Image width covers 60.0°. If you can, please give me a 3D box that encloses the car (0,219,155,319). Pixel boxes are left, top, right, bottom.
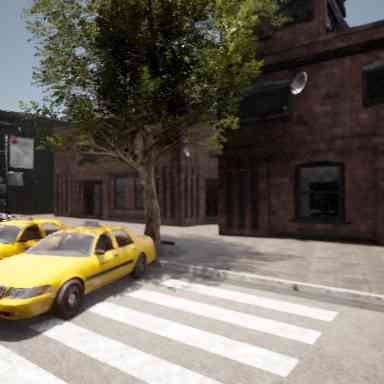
[{"bbox_3d":[-2.544,1.482,7.700,1.946,1.575,5.366,1,-1,16],"label":"car"}]

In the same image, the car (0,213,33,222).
[{"bbox_3d":[-4.985,1.483,9.447,1.946,1.575,5.366,1,-1,16],"label":"car"}]
